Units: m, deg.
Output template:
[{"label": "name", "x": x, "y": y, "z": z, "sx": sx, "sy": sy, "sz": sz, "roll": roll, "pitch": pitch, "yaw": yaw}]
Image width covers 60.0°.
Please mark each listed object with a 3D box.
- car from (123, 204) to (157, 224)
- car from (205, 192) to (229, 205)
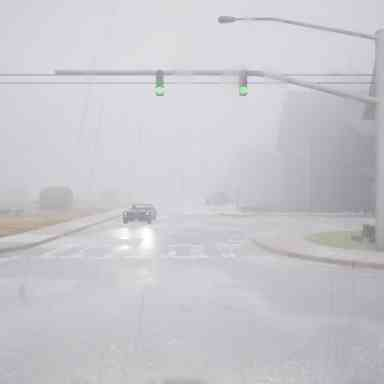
[{"label": "car", "x": -3.687, "y": 1.521, "z": 24.065, "sx": 1.895, "sy": 1.301, "sz": 4.718, "roll": 0, "pitch": 0, "yaw": 0}, {"label": "car", "x": 3.929, "y": 0.987, "z": 52.682, "sx": 1.905, "sy": 1.878, "sz": 3.866, "roll": -8, "pitch": 4, "yaw": -42}]
